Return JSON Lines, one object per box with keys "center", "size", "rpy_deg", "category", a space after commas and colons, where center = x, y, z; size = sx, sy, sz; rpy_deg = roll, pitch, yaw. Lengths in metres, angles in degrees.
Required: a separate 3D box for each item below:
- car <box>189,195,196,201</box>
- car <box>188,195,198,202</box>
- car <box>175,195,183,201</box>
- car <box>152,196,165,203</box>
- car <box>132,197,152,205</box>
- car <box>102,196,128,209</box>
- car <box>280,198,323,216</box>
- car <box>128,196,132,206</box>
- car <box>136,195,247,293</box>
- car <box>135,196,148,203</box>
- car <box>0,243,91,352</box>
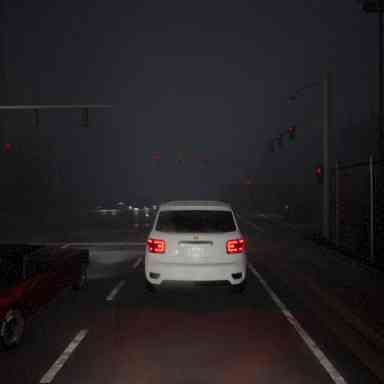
{"center": [0.185, 1.524, 86.088], "size": [1.812, 1.442, 4.674], "rpy_deg": [0, 0, 0], "category": "car"}
{"center": [0.168, 1.523, 75.685], "size": [2.128, 1.511, 4.902], "rpy_deg": [0, 0, 0], "category": "car"}
{"center": [-3.316, 1.540, 85.973], "size": [2.033, 1.411, 5.357], "rpy_deg": [0, 0, 0], "category": "car"}
{"center": [-6.860, 1.547, 68.120], "size": [2.033, 1.411, 5.357], "rpy_deg": [0, 0, 1], "category": "car"}
{"center": [-6.994, 1.505, 48.540], "size": [1.837, 1.490, 4.892], "rpy_deg": [0, 0, 0], "category": "car"}
{"center": [-10.505, 1.547, 44.728], "size": [2.033, 1.411, 5.357], "rpy_deg": [0, 0, 0], "category": "car"}
{"center": [11.020, 1.407, 32.611], "size": [4.553, 1.767, 2.097], "rpy_deg": [0, 0, 0], "category": "car"}
{"center": [-10.473, 1.477, 54.508], "size": [1.882, 1.535, 5.008], "rpy_deg": [0, 0, 0], "category": "car"}
{"center": [0.092, 1.221, 9.032], "size": [2.150, 2.045, 5.566], "rpy_deg": [0, 0, 0], "category": "car"}
{"center": [-10.353, 1.600, 68.687], "size": [1.895, 1.301, 4.718], "rpy_deg": [0, 0, 0], "category": "car"}
{"center": [-3.430, 1.601, 6.109], "size": [1.895, 1.301, 4.718], "rpy_deg": [0, 0, 1], "category": "car"}
